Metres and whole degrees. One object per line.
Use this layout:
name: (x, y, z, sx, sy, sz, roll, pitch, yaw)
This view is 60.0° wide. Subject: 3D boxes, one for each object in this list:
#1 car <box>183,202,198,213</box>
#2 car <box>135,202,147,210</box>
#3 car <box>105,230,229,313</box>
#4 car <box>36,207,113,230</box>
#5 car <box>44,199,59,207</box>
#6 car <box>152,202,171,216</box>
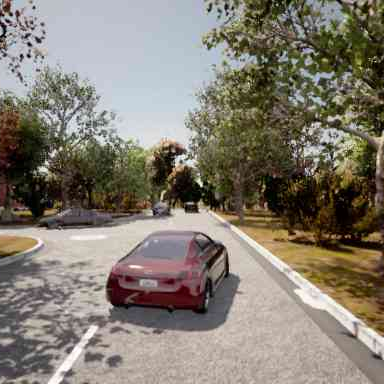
car: (-0.173, 2.134, 47.576, 1.882, 1.535, 5.008, 0, -1, -3)
car: (-10.866, 2.427, 62.220, 4.553, 1.767, 2.097, -1, -2, 21)
car: (-0.306, 1.584, 7.816, 1.994, 1.385, 4.181, 0, 0, 13)
car: (-8.667, 1.976, 24.823, 5.357, 1.411, 2.033, 0, -2, -31)
car: (-27.491, 2.311, 63.237, 5.566, 2.045, 2.150, 0, -2, 8)
car: (-3.384, 1.940, 37.680, 2.128, 1.511, 4.902, 0, -1, 0)
